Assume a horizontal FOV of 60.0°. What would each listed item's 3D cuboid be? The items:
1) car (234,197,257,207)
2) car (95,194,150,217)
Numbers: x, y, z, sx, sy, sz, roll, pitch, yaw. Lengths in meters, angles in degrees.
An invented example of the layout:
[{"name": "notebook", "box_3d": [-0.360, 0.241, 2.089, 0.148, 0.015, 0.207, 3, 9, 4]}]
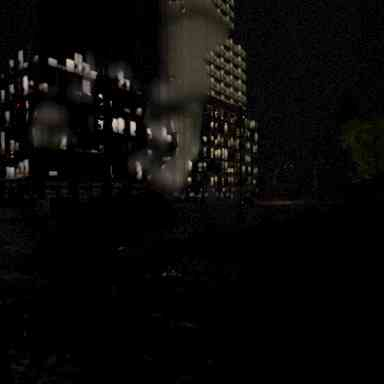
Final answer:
[{"name": "car", "box_3d": [8.282, 1.560, 51.038, 1.837, 1.490, 4.892, -1, -1, 38]}, {"name": "car", "box_3d": [-6.479, 1.247, 31.577, 2.150, 2.045, 5.566, -1, -1, 37]}]
